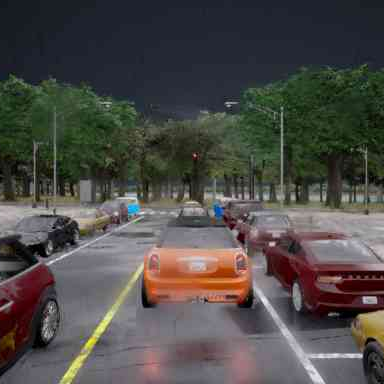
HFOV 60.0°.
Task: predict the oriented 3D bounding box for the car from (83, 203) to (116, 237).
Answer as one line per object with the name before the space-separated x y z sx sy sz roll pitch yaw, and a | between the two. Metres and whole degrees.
car | -5.748 1.527 18.112 1.752 1.417 4.829 0 0 0

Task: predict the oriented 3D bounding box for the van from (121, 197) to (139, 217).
van | -5.738 1.346 29.157 1.690 1.788 3.998 0 0 0

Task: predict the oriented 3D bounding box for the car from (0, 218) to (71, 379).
car | -3.096 1.352 3.231 2.097 1.767 4.553 0 0 0

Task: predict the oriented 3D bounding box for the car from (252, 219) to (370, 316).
car | 2.767 1.545 7.399 1.887 1.381 4.507 0 0 0

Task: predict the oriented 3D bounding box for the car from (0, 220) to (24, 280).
car | -5.758 1.525 7.237 1.752 1.417 4.829 0 0 0

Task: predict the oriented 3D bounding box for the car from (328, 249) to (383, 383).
car | 2.762 1.525 2.131 1.752 1.417 4.829 0 0 0

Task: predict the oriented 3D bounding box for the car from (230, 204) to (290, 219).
car | 2.772 1.441 12.836 1.967 1.590 4.097 0 0 0

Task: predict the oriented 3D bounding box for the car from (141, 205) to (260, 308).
car | 0.106 1.352 8.071 2.097 1.767 4.553 0 0 0

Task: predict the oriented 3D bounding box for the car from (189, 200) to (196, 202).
car | 0.022 1.460 27.230 1.801 1.575 5.366 0 0 1

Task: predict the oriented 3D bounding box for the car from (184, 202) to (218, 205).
car | 0.113 1.493 17.285 2.128 1.511 4.902 0 0 0

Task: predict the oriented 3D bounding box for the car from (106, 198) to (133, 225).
car | -5.743 1.443 23.719 1.967 1.590 4.097 0 0 0

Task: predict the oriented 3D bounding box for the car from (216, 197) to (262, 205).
car | 2.777 1.317 18.274 2.192 1.841 5.009 0 0 0

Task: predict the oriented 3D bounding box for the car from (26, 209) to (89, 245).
car | -5.753 1.567 12.844 1.947 1.339 4.313 0 0 0

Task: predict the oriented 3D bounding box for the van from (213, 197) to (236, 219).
van | 2.787 1.346 29.149 1.690 1.788 3.998 0 0 0
